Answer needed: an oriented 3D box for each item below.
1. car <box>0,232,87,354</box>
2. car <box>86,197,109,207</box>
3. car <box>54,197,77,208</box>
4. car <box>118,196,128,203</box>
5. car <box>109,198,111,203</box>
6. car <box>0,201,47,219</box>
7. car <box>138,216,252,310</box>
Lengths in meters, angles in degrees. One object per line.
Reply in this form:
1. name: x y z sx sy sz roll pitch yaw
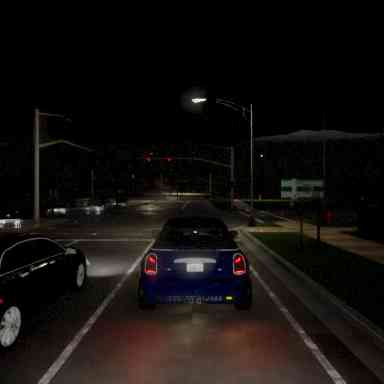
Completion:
1. car: -3.442 1.505 6.092 1.837 1.490 4.892 0 0 0
2. car: -14.582 1.524 50.800 1.812 1.442 4.674 0 0 1
3. car: -18.135 1.489 47.739 2.128 1.511 4.902 0 0 1
4. car: -14.233 1.501 67.822 1.837 1.490 4.892 0 0 1
5. car: -17.746 1.598 67.021 1.895 1.301 4.718 0 0 1
6. car: -14.916 1.546 29.746 2.033 1.411 5.357 0 0 1
7. car: 0.068 1.352 7.997 2.097 1.767 4.553 0 0 0
